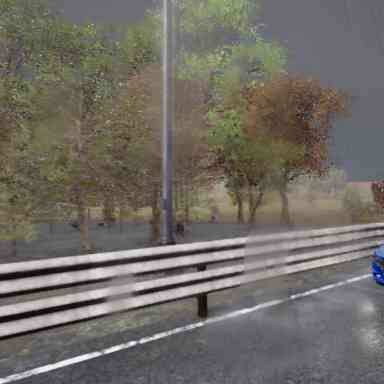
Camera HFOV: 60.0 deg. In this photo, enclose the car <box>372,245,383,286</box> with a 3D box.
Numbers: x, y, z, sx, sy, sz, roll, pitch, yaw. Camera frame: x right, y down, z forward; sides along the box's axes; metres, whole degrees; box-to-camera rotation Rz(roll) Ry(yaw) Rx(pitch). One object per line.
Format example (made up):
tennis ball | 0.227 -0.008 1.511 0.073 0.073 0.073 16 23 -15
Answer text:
car | 6.405 1.475 8.254 5.008 1.535 1.882 0 0 -36
